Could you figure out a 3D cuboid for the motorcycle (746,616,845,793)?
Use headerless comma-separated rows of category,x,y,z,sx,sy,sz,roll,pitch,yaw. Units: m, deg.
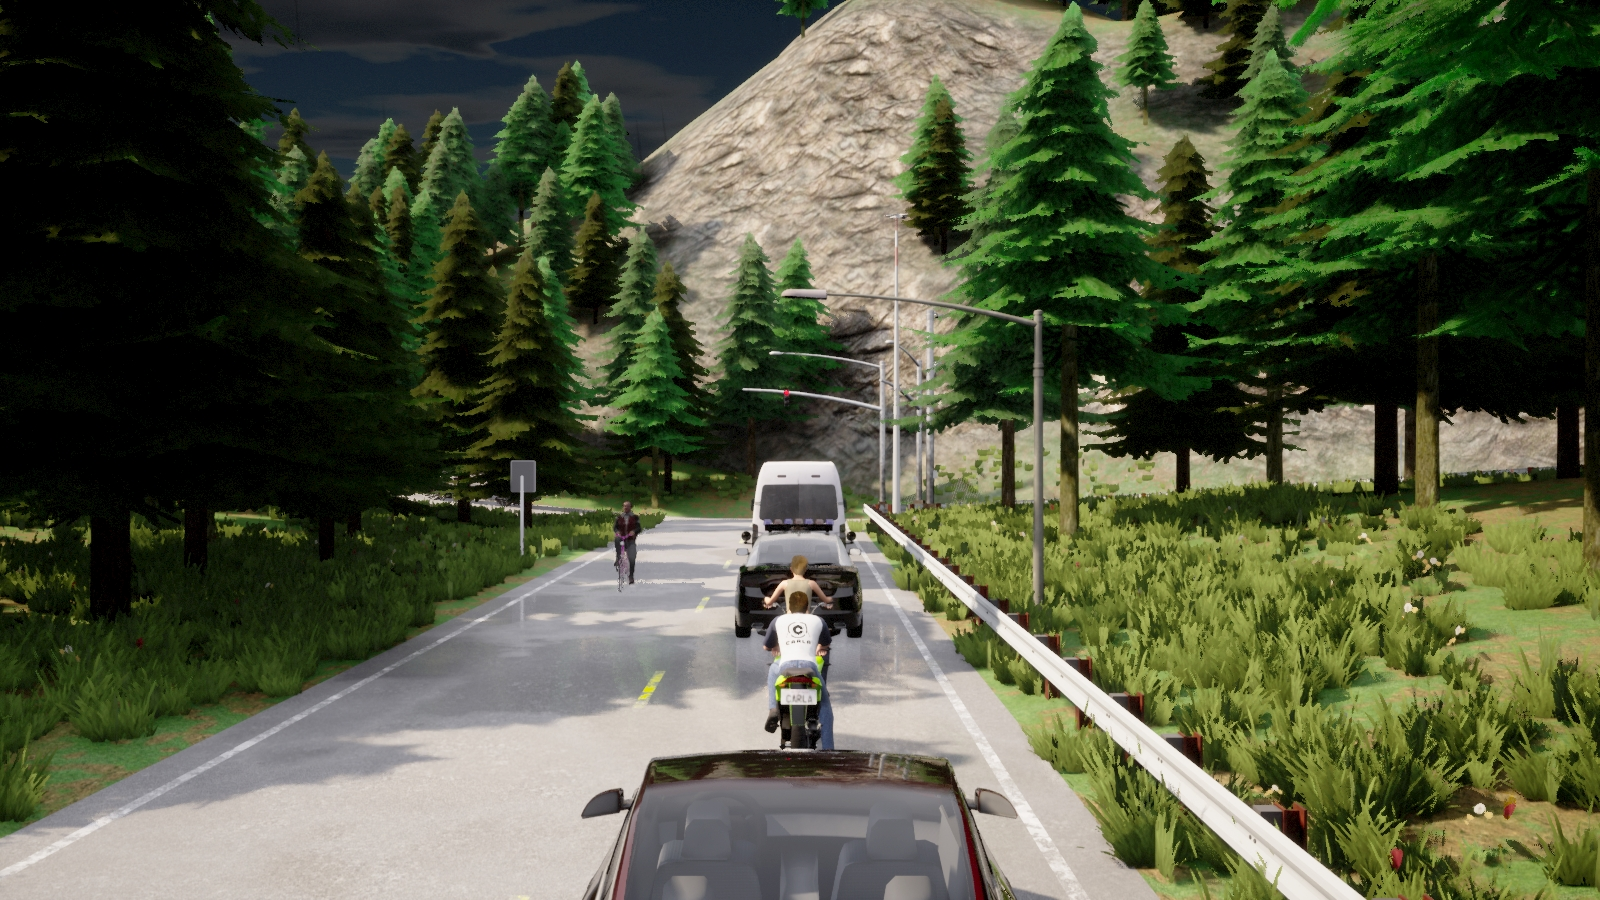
motorcycle,-0.033,2.213,10.287,0.803,1.145,2.033,0,0,0

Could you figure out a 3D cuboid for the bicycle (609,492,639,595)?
bicycle,-3.519,1.836,22.890,0.329,1.919,1.835,0,0,0

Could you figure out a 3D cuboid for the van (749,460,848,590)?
van,-0.039,1.534,25.918,1.988,2.561,5.915,0,0,0

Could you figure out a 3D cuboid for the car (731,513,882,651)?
car,0.090,1.982,18.501,2.097,1.638,5.238,0,0,0

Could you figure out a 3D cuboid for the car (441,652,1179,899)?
car,0.027,2.063,5.080,2.163,1.488,4.792,0,0,0
